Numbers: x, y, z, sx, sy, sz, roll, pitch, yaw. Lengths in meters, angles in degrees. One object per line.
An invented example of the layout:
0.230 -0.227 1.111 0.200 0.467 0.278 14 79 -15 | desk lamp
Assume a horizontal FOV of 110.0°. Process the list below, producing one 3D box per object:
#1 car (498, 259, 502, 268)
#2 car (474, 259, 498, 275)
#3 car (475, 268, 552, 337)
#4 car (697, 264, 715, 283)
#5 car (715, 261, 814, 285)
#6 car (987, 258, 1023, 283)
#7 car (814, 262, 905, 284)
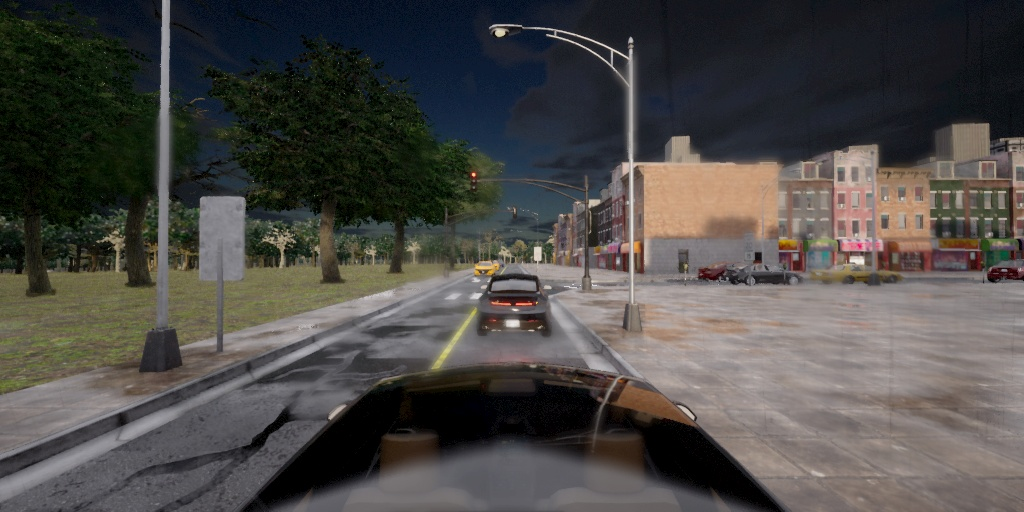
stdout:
-2.733 1.347 49.286 1.882 1.535 5.008 0 1 0 | car
-2.765 1.286 37.176 1.882 1.535 5.008 0 0 0 | car
0.104 1.261 10.382 1.837 1.490 4.892 0 0 2 | car
15.485 1.101 24.723 5.008 1.535 1.882 0 -1 -1 | car
15.530 1.139 22.215 4.403 1.370 2.007 0 0 0 | car
32.553 0.900 22.286 4.097 1.591 1.967 0 0 0 | car
21.375 1.069 22.240 4.829 1.417 1.751 0 0 0 | car
